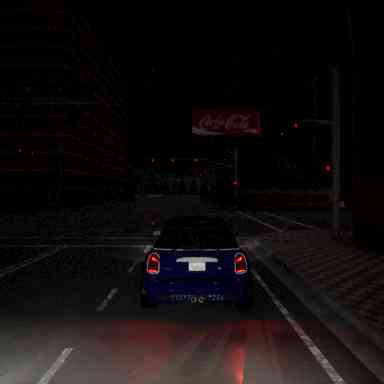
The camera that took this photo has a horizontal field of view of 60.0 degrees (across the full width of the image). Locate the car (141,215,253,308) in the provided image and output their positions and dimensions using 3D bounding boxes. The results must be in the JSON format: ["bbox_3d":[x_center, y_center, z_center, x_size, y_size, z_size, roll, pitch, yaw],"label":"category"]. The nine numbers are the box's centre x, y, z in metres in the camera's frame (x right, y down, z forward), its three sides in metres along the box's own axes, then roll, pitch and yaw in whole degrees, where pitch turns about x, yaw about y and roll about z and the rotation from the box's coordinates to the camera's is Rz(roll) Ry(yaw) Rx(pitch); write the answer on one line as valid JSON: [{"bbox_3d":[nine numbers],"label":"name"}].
[{"bbox_3d":[0.086,1.352,8.058,2.097,1.767,4.553,0,0,0],"label":"car"}]
